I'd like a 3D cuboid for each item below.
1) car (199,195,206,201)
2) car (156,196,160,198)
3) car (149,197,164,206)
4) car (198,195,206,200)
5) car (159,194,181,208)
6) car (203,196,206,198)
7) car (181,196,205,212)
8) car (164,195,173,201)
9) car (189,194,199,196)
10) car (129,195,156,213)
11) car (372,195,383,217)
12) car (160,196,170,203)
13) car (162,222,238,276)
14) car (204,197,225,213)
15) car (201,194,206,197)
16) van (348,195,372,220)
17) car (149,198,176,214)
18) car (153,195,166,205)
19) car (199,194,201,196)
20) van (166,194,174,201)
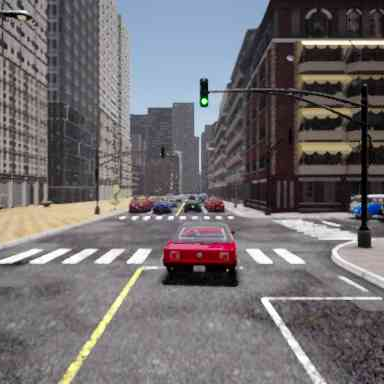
[{"bbox_3d":[2.694,1.536,86.684,1.887,1.381,4.507,0,0,0],"label":"car"},{"bbox_3d":[-5.690,1.522,47.992,1.887,1.381,4.507,0,0,0],"label":"car"},{"bbox_3d":[-5.690,1.543,53.520,1.947,1.339,4.313,0,0,0],"label":"car"},{"bbox_3d":[2.695,1.546,92.211,2.008,1.369,4.403,0,0,0],"label":"car"},{"bbox_3d":[-3.075,1.467,48.130,2.128,1.511,4.902,0,0,0],"label":"car"},{"bbox_3d":[2.689,1.522,42.462,1.887,1.381,4.507,0,0,0],"label":"car"},{"bbox_3d":[0.105,1.543,38.547,1.994,1.385,4.181,0,0,0],"label":"car"},{"bbox_3d":[-5.687,1.533,81.158,1.887,1.381,4.507,0,0,0],"label":"car"},{"bbox_3d":[0.007,1.485,74.320,1.837,1.490,4.892,0,0,0],"label":"car"},{"bbox_3d":[-5.693,1.294,36.937,2.192,1.841,5.009,0,0,0],"label":"car"},{"bbox_3d":[15.390,0.964,21.930,5.566,2.045,2.150,-1,0,-1],"label":"car"},{"bbox_3d":[-5.689,1.508,69.932,1.752,1.417,4.829,0,0,0],"label":"car"},{"bbox_3d":[0.407,1.592,10.360,1.895,1.301,4.718,0,0,6],"label":"car"},{"bbox_3d":[2.688,1.524,36.935,1.887,1.381,4.507,0,0,0],"label":"car"},{"bbox_3d":[2.689,1.417,47.990,1.967,1.590,4.097,0,0,0],"label":"car"},{"bbox_3d":[13.710,1.092,24.489,3.998,1.788,1.690,-1,1,0],"label":"van"},{"bbox_3d":[-3.080,1.580,35.283,1.895,1.301,4.718,0,0,0],"label":"car"},{"bbox_3d":[-5.690,1.418,59.048,1.967,1.590,4.097,0,0,0],"label":"car"},{"bbox_3d":[2.691,1.546,64.573,1.947,1.339,4.313,0,0,0],"label":"car"},{"bbox_3d":[-5.688,1.333,86.686,1.690,1.788,3.998,0,0,0],"label":"van"}]
